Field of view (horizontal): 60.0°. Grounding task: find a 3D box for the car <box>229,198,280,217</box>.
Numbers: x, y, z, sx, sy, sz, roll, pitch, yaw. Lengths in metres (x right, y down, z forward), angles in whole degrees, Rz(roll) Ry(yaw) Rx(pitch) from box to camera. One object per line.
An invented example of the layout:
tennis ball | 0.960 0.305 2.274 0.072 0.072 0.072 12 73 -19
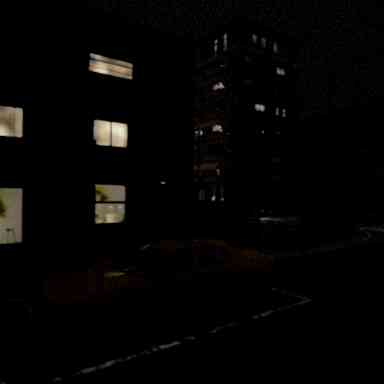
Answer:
car | 5.546 1.586 31.383 1.837 1.490 4.892 1 -1 -35

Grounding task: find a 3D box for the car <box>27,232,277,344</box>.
car | -0.448 1.507 6.392 4.829 1.417 1.752 0 1 -35

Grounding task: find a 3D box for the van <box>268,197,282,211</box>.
van | 8.240 1.489 37.476 1.690 1.788 3.998 0 -1 -35

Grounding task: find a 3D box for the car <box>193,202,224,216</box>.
car | 1.348 1.614 32.708 1.947 1.339 4.313 0 -1 -35
